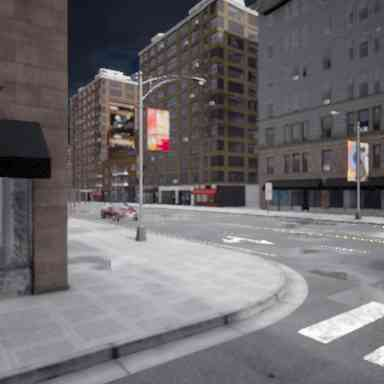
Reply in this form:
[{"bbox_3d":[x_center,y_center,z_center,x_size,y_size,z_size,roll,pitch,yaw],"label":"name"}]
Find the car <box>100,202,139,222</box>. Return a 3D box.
[{"bbox_3d":[-5.972,1.558,26.988,1.812,1.442,4.674,0,0,-36],"label":"car"}]
